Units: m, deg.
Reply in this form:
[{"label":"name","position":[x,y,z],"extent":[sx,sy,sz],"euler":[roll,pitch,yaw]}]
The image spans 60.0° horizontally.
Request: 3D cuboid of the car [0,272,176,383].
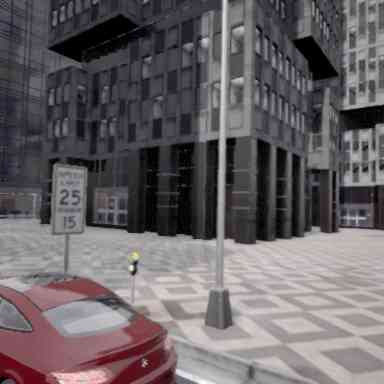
[{"label":"car","position":[-2.100,1.731,4.333],"extent":[4.206,1.307,1.802],"euler":[0,-3,36]}]
